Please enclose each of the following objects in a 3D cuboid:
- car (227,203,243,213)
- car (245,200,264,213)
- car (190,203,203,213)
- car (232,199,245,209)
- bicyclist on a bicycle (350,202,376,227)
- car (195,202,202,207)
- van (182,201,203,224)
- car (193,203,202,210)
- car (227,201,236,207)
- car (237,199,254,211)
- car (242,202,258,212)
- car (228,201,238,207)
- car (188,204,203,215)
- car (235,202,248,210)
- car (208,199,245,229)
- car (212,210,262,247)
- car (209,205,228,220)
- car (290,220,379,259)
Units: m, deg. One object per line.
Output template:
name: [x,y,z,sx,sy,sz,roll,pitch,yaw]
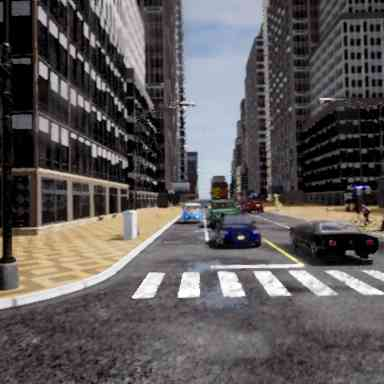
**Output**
car: [6.437,2.371,50.275,1.812,1.442,4.674,-1,-1,2]
car: [8.934,2.049,47.201,2.192,1.841,5.009,-1,-1,2]
car: [0.733,2.568,52.985,2.008,1.369,4.403,-1,-1,2]
car: [9.615,2.456,69.344,2.192,1.841,5.009,-1,-1,2]
bicyclist on a bicycle: [11.084,1.497,21.562,1.656,1.620,0.582,-2,-1,2]
car: [1.756,3.210,86.200,1.802,1.307,4.206,-1,-1,2]
van: [0.049,1.949,30.847,1.690,1.788,3.998,-1,-1,2]
car: [1.075,2.803,64.057,1.802,1.307,4.206,-1,-1,2]
car: [10.135,2.975,86.117,1.752,1.417,4.829,-1,-1,2]
car: [9.274,2.253,58.273,2.192,1.841,5.009,-1,-1,2]
car: [9.108,2.380,52.732,1.887,1.381,4.507,-1,-1,2]
car: [9.959,2.895,80.411,2.008,1.369,4.403,-1,-1,2]
car: [0.563,2.481,47.450,1.947,1.339,4.313,-1,-1,2]
car: [9.449,2.605,63.804,1.947,1.339,4.313,-1,-1,2]
car: [2.478,1.681,25.801,2.150,2.045,5.566,-1,-1,2]
car: [2.200,1.852,16.572,1.994,1.385,4.181,-1,-1,2]
car: [2.800,2.170,35.784,1.812,1.442,4.674,-1,-1,2]
car: [5.323,1.758,13.219,1.895,1.301,4.718,-1,-1,2]
